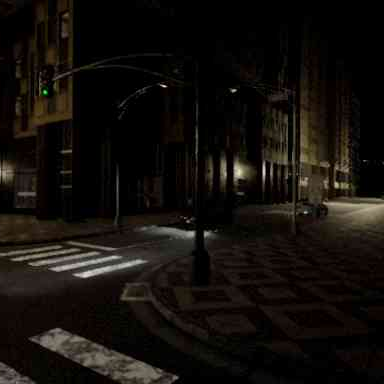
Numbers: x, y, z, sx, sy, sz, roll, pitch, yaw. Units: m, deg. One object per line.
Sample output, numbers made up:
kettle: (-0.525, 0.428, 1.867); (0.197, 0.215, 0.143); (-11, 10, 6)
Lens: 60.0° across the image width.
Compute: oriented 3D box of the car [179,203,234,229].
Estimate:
car: (1.100, 1.481, 21.386); (1.812, 1.442, 4.674); (0, 0, 34)

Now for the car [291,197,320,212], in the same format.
car: (13.453, 1.453, 39.134); (1.882, 1.535, 5.008); (0, 0, 35)

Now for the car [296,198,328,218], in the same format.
car: (10.972, 1.516, 30.180); (1.812, 1.442, 4.674); (0, 0, 35)
